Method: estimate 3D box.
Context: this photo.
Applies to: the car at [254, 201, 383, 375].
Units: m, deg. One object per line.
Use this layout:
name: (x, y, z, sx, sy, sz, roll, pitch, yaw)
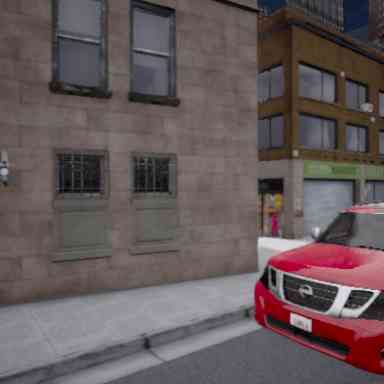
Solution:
car: (3.549, 1.198, 5.602, 5.566, 2.045, 2.150, 0, 0, -36)
